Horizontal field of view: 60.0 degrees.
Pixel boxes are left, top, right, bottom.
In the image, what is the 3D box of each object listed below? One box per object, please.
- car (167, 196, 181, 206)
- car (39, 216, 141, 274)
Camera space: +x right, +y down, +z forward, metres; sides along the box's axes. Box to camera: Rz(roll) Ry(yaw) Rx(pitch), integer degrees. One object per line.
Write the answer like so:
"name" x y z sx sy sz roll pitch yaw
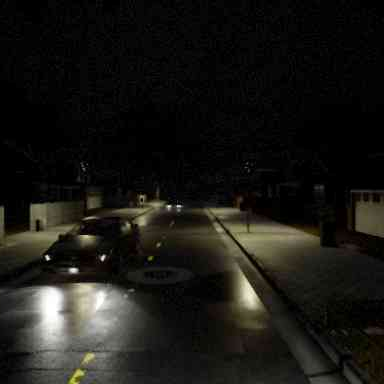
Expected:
"car" -2.810 1.365 52.512 1.837 1.490 4.892 0 0 0
"car" -2.844 1.489 10.637 2.033 1.411 5.357 0 0 0
